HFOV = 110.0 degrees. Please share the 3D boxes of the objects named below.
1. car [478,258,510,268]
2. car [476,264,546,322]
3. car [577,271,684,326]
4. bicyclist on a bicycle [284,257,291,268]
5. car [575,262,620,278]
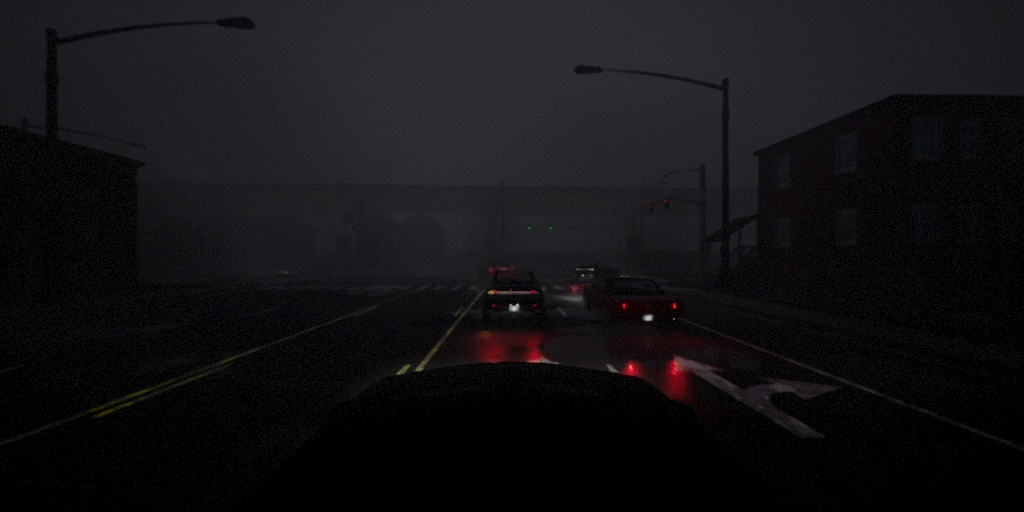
[{"bbox_3d":[-1.330,1.018,27.637,2.097,1.767,4.553,0,0,-17],"label":"car"},{"bbox_3d":[0.064,1.208,12.149,2.128,1.511,4.902,0,0,0],"label":"car"},{"bbox_3d":[3.559,1.319,11.545,1.895,1.301,4.718,0,0,0],"label":"car"},{"bbox_3d":[-31.042,0.894,49.593,0.582,1.620,1.656,0,0,0],"label":"bicyclist on a bicycle"},{"bbox_3d":[6.578,1.161,27.226,2.128,1.511,4.902,-1,0,39],"label":"car"}]
